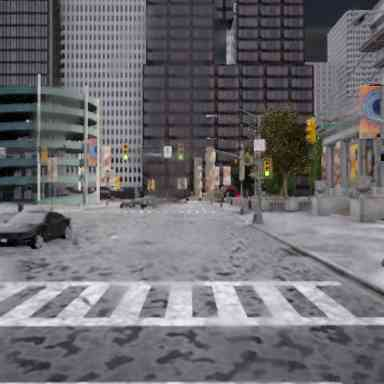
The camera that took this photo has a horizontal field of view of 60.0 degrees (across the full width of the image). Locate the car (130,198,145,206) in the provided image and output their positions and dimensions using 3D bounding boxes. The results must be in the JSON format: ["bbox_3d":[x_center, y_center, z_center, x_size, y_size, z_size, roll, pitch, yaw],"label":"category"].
[{"bbox_3d":[-10.580,1.987,65.367,2.033,1.411,5.357,0,0,0],"label":"car"}]

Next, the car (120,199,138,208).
[{"bbox_3d":[-10.593,1.919,55.195,2.033,1.411,5.357,0,0,0],"label":"car"}]

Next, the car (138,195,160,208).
[{"bbox_3d":[-7.101,1.597,55.702,2.150,2.045,5.566,0,0,0],"label":"car"}]

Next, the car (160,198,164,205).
[{"bbox_3d":[-7.092,1.966,65.353,1.812,1.442,4.674,0,0,0],"label":"car"}]

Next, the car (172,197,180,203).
[{"bbox_3d":[-4.800,2.089,87.508,1.837,1.490,4.892,0,0,-29],"label":"car"}]

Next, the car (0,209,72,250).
[{"bbox_3d":[-7.097,1.578,15.068,1.882,1.535,5.008,0,0,0],"label":"car"}]

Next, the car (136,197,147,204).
[{"bbox_3d":[-11.536,2.009,75.682,1.837,1.490,4.892,0,0,-14],"label":"car"}]

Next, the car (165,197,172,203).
[{"bbox_3d":[-7.535,2.169,85.192,1.895,1.301,4.718,0,0,-25],"label":"car"}]

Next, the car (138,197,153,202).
[{"bbox_3d":[-13.105,2.134,93.875,1.994,1.385,4.181,0,-1,-43],"label":"car"}]
